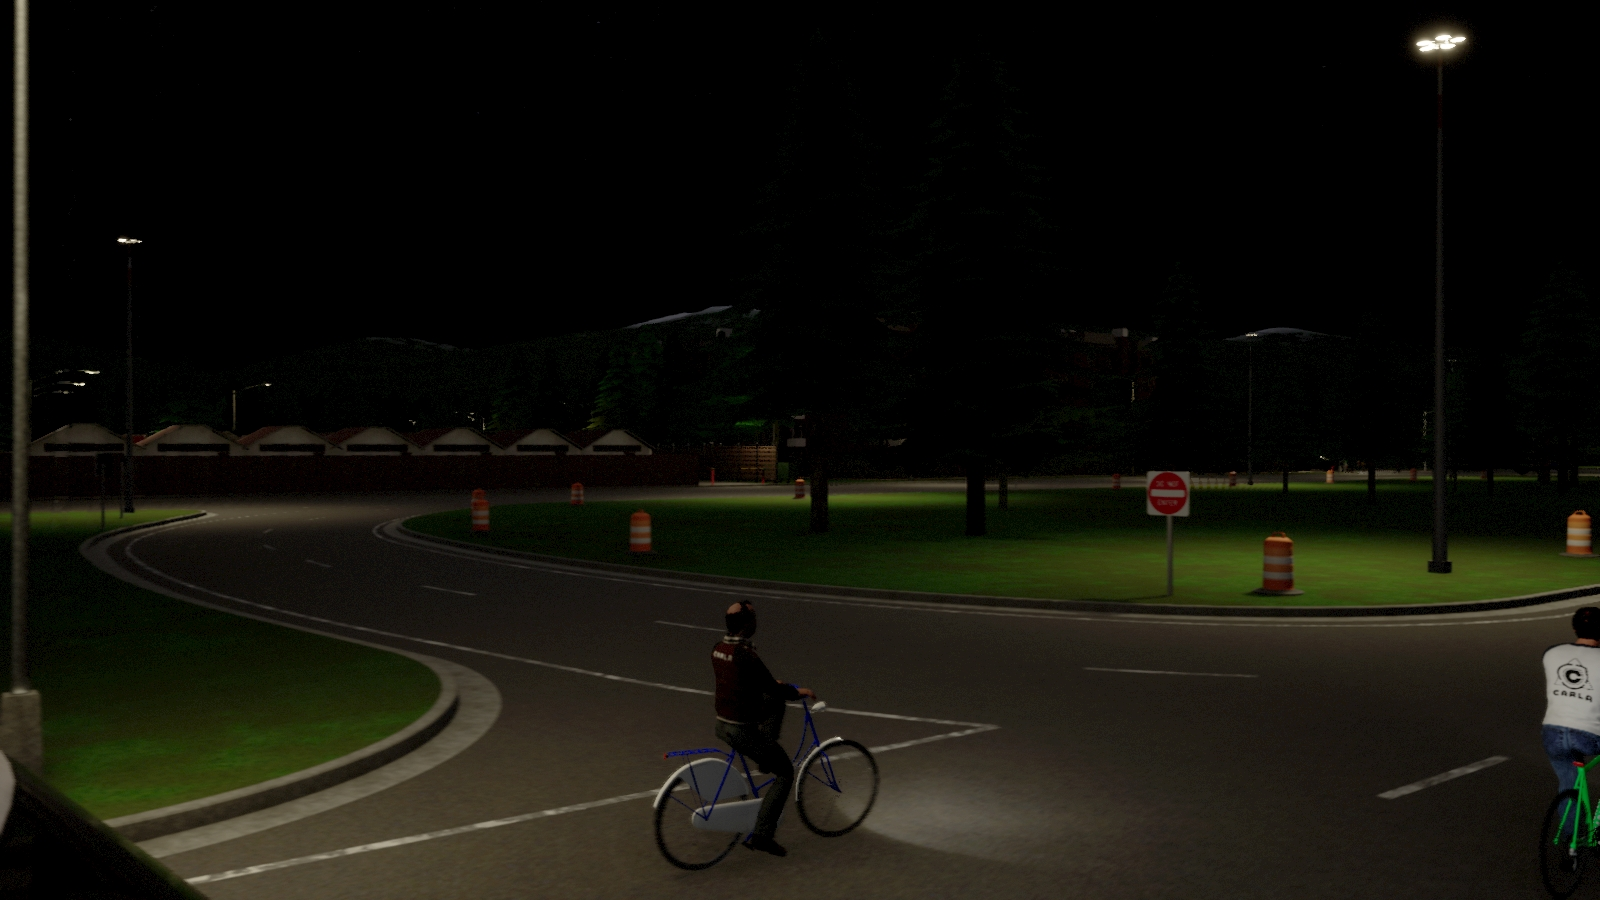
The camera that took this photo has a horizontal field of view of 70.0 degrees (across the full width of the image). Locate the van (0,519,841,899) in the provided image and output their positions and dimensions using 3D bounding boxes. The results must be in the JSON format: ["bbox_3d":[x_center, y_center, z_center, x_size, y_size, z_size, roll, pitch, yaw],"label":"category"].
[{"bbox_3d":[-2.898,1.534,1.749,5.915,2.561,1.988,0,0,-35],"label":"van"}]

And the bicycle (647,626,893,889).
[{"bbox_3d":[-0.167,2.064,7.951,1.835,1.471,0.329,0,0,-35],"label":"bicycle"}]

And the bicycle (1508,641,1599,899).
[{"bbox_3d":[5.181,2.062,7.424,1.643,1.496,0.373,0,0,-35],"label":"bicycle"}]
